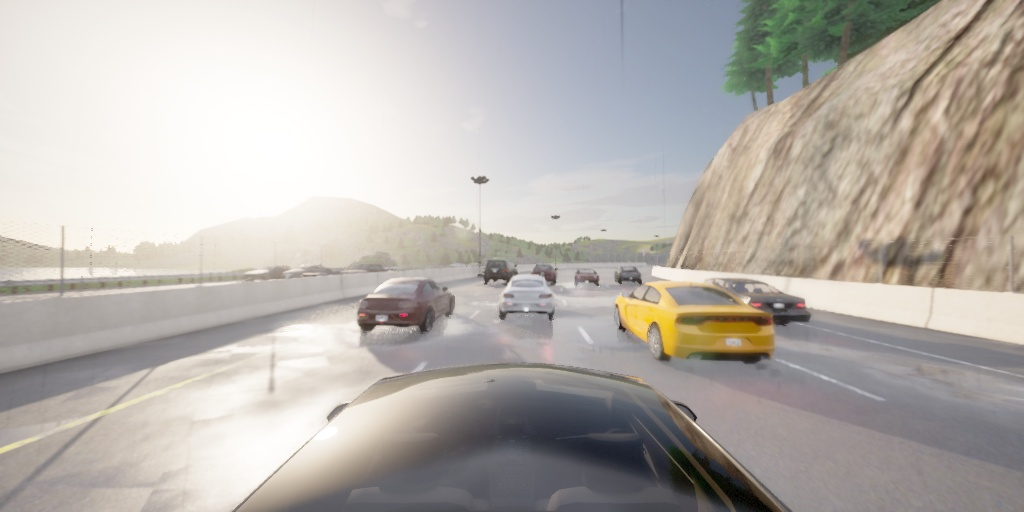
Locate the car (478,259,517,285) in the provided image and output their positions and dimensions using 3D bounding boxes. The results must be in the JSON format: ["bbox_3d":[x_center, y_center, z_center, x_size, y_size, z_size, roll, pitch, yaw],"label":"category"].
[{"bbox_3d":[-0.884,1.301,30.350,2.150,2.045,5.566,0,-1,10],"label":"car"}]

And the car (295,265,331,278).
[{"bbox_3d":[-15.318,1.626,29.913,1.895,1.301,4.718,0,-1,9],"label":"car"}]

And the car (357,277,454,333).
[{"bbox_3d":[-3.061,1.374,11.049,1.812,1.442,4.674,0,-1,3],"label":"car"}]

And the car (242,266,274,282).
[{"bbox_3d":[-21.905,1.587,33.166,2.033,1.411,5.357,0,-1,10],"label":"car"}]

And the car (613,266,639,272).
[{"bbox_3d":[9.884,1.614,30.851,2.128,1.511,4.902,0,-1,10],"label":"car"}]

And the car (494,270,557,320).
[{"bbox_3d":[0.600,1.413,13.313,1.812,1.442,4.674,0,-1,4],"label":"car"}]

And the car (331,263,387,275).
[{"bbox_3d":[-11.923,1.376,28.799,2.097,1.767,4.553,0,-1,9],"label":"car"}]

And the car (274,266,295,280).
[{"bbox_3d":[-18.426,1.536,32.510,2.128,1.511,4.902,0,-1,10],"label":"car"}]

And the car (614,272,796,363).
[{"bbox_3d":[3.822,1.319,8.484,1.882,1.535,5.008,0,-1,2],"label":"car"}]

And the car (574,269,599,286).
[{"bbox_3d":[6.056,1.694,29.428,1.895,1.301,4.718,0,-1,10],"label":"car"}]

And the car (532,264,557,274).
[{"bbox_3d":[2.781,1.450,30.838,2.097,1.767,4.553,0,-1,10],"label":"car"}]

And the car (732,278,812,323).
[{"bbox_3d":[7.507,1.447,12.352,2.033,1.411,5.357,0,-1,4],"label":"car"}]
